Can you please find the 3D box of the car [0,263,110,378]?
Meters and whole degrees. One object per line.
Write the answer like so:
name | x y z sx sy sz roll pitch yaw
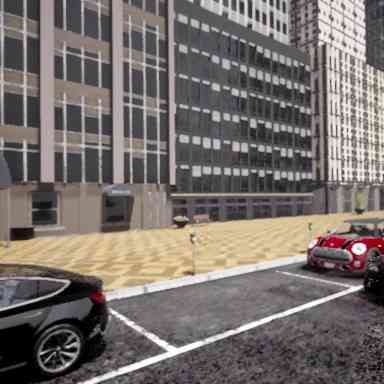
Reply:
car | -3.189 1.686 4.138 4.313 1.339 1.947 0 -2 -38

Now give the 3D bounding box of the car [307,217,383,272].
car | 5.560 1.614 10.882 4.097 1.590 1.967 0 -2 -38

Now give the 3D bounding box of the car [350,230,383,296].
car | 5.804 1.673 7.790 4.181 1.385 1.994 0 -1 -38
